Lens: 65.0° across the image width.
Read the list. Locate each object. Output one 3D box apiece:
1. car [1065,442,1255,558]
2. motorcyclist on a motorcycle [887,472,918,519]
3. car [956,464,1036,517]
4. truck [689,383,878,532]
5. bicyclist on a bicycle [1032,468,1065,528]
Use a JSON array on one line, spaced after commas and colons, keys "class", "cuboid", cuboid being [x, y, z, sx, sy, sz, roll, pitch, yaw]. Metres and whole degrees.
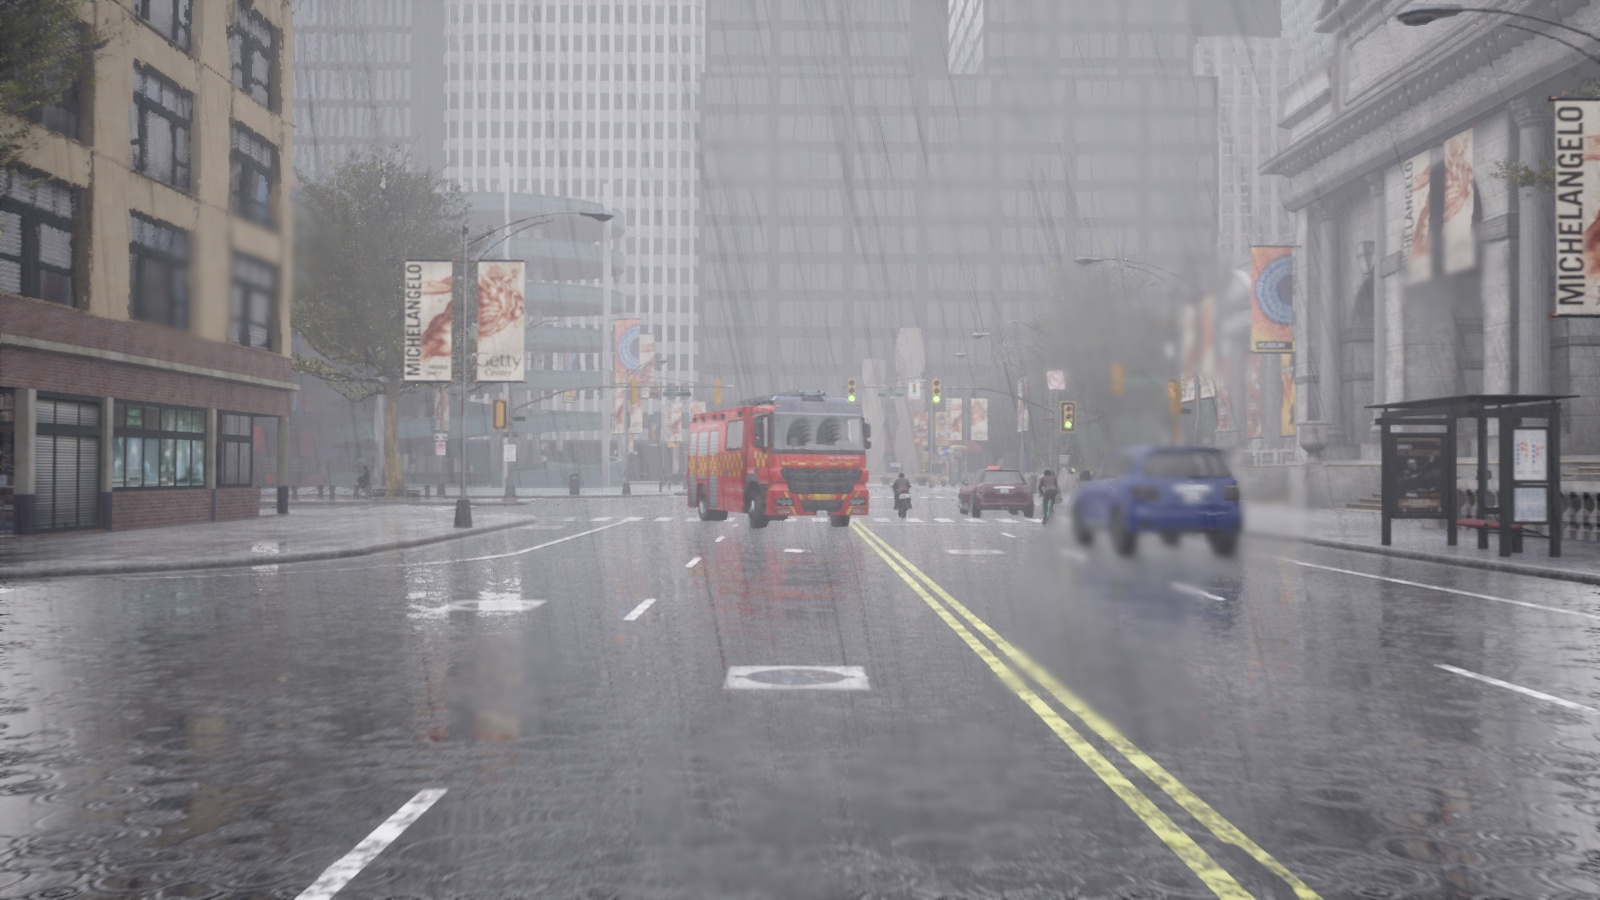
[{"class": "car", "cuboid": [6.939, 0.923, 24.943, 2.150, 2.045, 5.566, 0, -1, 0]}, {"class": "motorcyclist on a motorcycle", "cuboid": [3.379, 1.480, 41.651, 0.797, 1.523, 2.044, 0, -1, -1]}, {"class": "car", "cuboid": [6.892, 1.392, 44.616, 2.097, 1.767, 4.553, 0, -1, 0]}, {"class": "truck", "cuboid": [-0.757, 0.268, 36.750, 2.891, 3.827, 8.468, 0, -1, -20]}, {"class": "bicyclist on a bicycle", "cuboid": [6.916, 1.326, 34.995, 0.582, 1.620, 1.656, 0, -1, 0]}]
